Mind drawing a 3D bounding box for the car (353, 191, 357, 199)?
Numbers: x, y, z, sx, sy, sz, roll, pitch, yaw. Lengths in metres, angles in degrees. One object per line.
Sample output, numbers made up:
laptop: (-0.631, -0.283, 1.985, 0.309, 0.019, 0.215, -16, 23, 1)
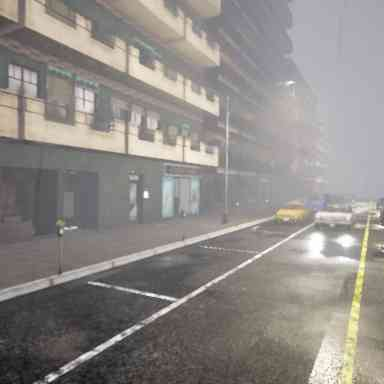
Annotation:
car: (36.553, 0.983, 76.370, 1.802, 1.307, 4.206, 1, 1, 29)

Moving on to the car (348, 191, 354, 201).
car: (28.342, 1.001, 61.307, 1.752, 1.417, 4.829, 1, 1, 29)

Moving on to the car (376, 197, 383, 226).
car: (13.043, 1.323, 21.186, 2.128, 1.511, 4.902, 1, 1, 29)

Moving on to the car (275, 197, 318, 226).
car: (6.662, 1.264, 21.539, 1.752, 1.417, 4.829, 1, 1, 29)

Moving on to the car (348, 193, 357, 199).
car: (39.262, 0.962, 81.341, 1.802, 1.307, 4.206, 1, 1, 29)

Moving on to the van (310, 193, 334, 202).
van: (12.165, 1.004, 31.627, 1.690, 1.788, 3.998, 1, 1, 29)

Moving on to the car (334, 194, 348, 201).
car: (20.294, 1.004, 46.542, 1.967, 1.590, 4.097, 1, 1, 29)

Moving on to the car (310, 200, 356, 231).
car: (8.356, 1.398, 19.215, 1.895, 1.301, 4.718, 1, 1, 29)
